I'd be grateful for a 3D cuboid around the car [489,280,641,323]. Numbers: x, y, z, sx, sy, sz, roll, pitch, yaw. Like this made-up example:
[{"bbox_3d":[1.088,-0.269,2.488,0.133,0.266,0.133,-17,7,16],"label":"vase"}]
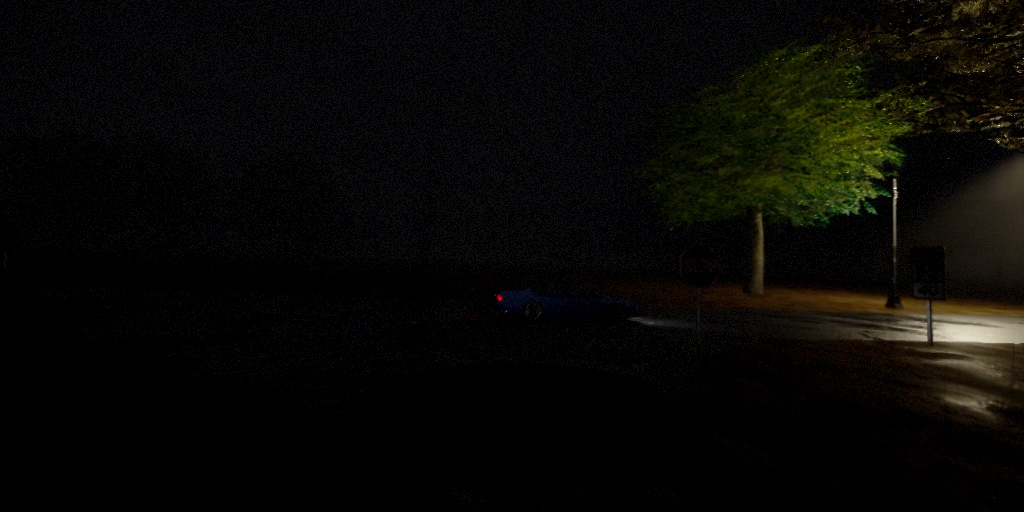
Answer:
[{"bbox_3d":[1.876,1.600,13.130,5.357,1.411,2.033,3,-2,-9],"label":"car"}]
